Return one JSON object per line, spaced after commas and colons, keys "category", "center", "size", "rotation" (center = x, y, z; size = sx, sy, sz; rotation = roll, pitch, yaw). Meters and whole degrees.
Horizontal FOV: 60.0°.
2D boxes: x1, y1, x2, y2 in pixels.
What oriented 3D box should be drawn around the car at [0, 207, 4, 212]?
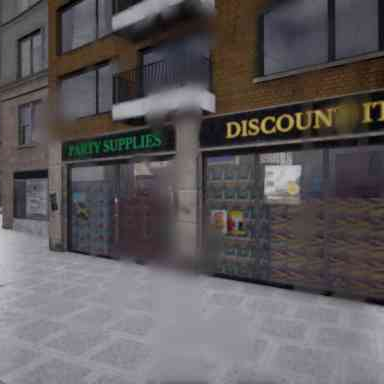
{"category": "car", "center": [-15.991, 1.357, 32.419], "size": [1.752, 1.417, 4.829], "rotation": [0, 1, 36]}
